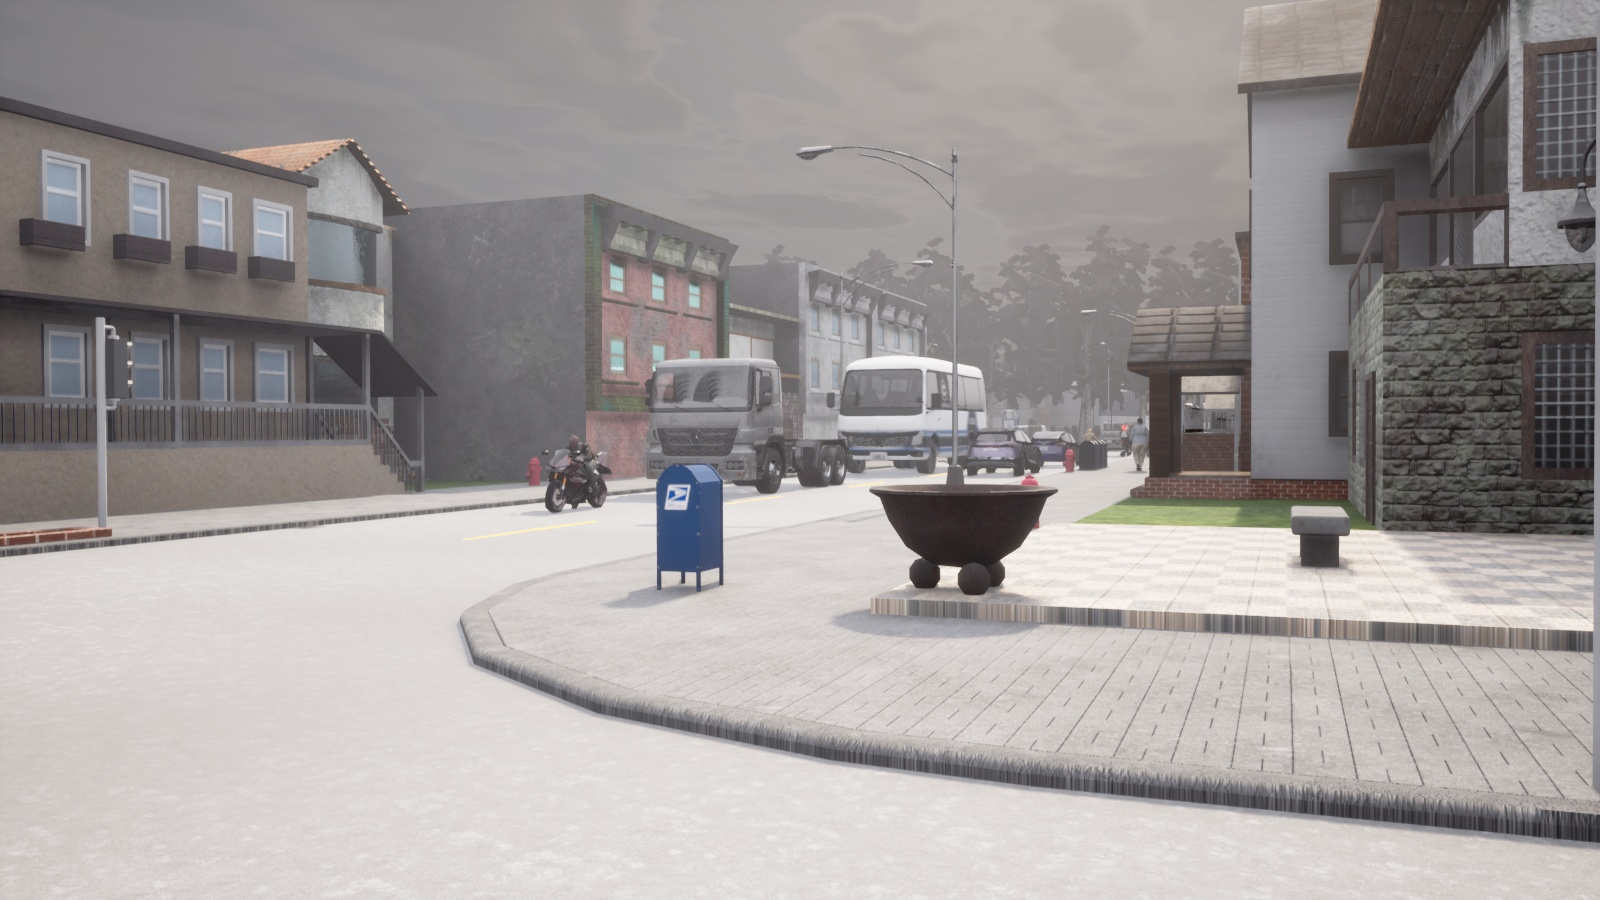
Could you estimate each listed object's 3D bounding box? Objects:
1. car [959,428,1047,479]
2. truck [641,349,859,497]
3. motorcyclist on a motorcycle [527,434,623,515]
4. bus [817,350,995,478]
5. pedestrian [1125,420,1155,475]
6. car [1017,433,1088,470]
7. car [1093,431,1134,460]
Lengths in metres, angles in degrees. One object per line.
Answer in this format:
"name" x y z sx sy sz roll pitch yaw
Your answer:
"car" 7.147 0.082 43.831 2.033 1.649 4.856 1 1 21
"truck" -1.065 -0.696 33.647 2.891 3.462 7.936 1 1 21
"motorcyclist on a motorcycle" -4.441 0.448 24.945 0.866 1.530 2.191 1 1 21
"bus" 4.290 -1.292 47.488 3.944 4.253 10.273 1 1 21
"pedestrian" 11.588 -0.105 42.848 0.874 1.855 0.900 0 1 8
"car" 10.723 0.019 53.084 2.163 1.488 4.792 1 1 21
"car" 18.000 -0.275 71.970 1.789 1.549 3.705 1 1 22
